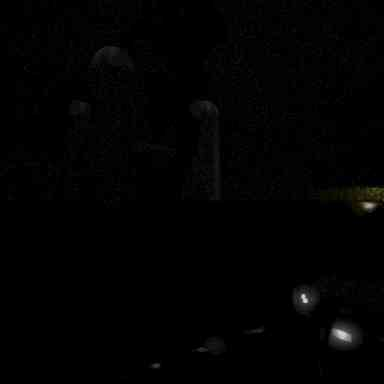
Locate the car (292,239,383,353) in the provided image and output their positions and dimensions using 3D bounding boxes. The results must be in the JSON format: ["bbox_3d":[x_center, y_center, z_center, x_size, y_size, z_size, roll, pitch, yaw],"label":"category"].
[{"bbox_3d":[4.201,1.559,6.070,5.357,1.411,2.033,0,0,-36],"label":"car"}]
